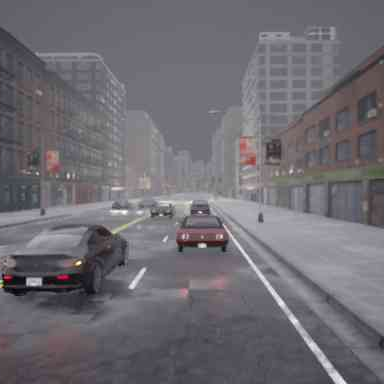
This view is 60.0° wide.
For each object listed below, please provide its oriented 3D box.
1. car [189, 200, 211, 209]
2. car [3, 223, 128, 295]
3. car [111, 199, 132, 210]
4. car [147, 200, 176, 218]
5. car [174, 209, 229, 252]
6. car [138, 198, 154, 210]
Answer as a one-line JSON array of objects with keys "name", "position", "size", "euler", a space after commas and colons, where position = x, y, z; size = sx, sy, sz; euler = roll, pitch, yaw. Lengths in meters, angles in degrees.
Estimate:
[{"name": "car", "position": [0.760, 1.511, 31.394], "size": [1.837, 1.490, 4.892], "euler": [0, 0, 1]}, {"name": "car", "position": [-2.939, 1.533, 8.593], "size": [1.812, 1.442, 4.674], "euler": [0, 0, 1]}, {"name": "car", "position": [-8.953, 1.587, 42.709], "size": [1.994, 1.385, 4.181], "euler": [0, 0, 1]}, {"name": "car", "position": [-2.519, 1.613, 29.889], "size": [1.895, 1.301, 4.718], "euler": [0, 0, 1]}, {"name": "car", "position": [0.410, 1.604, 13.978], "size": [1.895, 1.301, 4.718], "euler": [0, 0, 1]}, {"name": "car", "position": [-5.701, 1.523, 42.761], "size": [1.837, 1.490, 4.892], "euler": [0, 0, 1]}]
